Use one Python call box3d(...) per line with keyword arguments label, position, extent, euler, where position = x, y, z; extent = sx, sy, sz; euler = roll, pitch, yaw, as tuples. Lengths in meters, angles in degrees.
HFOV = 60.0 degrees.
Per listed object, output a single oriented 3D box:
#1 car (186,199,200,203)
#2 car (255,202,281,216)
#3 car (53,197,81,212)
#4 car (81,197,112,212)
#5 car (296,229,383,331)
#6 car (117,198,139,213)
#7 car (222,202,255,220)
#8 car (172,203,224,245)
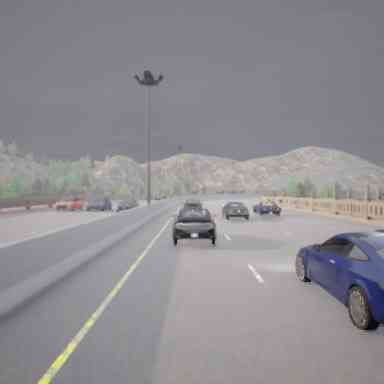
box3d(label="car", position=(0.102, 1.494, 33.662), extent=(1.837, 1.490, 4.892), euler=(0, 0, 0))
box3d(label="car", position=(7.102, 1.591, 32.136), extent=(1.895, 1.301, 4.718), euler=(0, 0, 0))
box3d(label="car", position=(-14.088, 1.338, 38.166), extent=(2.097, 1.767, 4.553), euler=(0, 0, 0))
box3d(label="car", position=(-10.588, 1.338, 37.978), extent=(2.097, 1.767, 4.553), euler=(0, 0, 0))
box3d(label="car", position=(3.602, 1.524, 6.732), extent=(1.812, 1.442, 4.674), euler=(0, 0, 0))
box3d(label="car", position=(-7.088, 1.493, 37.174), extent=(1.837, 1.490, 4.892), euler=(0, 0, 0))
box3d(label="car", position=(3.602, 1.539, 28.131), extent=(2.033, 1.411, 5.357), euler=(0, 0, 0))
box3d(label="car", position=(0.102, 1.487, 15.527), extent=(2.128, 1.511, 4.902), euler=(0, 0, 0))
